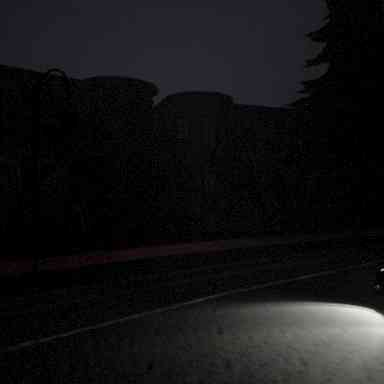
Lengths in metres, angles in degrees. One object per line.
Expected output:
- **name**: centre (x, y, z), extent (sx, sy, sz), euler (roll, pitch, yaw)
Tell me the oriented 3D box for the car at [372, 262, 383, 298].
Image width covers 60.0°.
- **car**: centre (5.656, 1.517, 6.632), extent (4.181, 1.385, 1.994), euler (0, 0, -26)
